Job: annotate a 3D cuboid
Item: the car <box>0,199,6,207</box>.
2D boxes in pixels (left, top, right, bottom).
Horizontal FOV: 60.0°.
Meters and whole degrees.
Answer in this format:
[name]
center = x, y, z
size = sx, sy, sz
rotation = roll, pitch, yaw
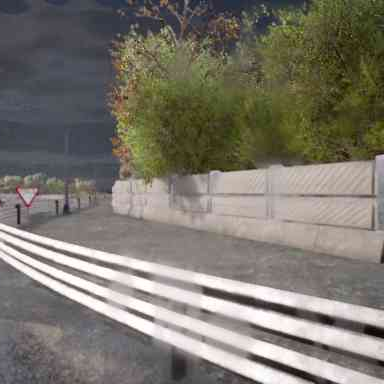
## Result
[car]
center = -27.136, 1.450, 45.418
size = 2.033, 1.411, 5.357
rotation = 0, 0, -12
